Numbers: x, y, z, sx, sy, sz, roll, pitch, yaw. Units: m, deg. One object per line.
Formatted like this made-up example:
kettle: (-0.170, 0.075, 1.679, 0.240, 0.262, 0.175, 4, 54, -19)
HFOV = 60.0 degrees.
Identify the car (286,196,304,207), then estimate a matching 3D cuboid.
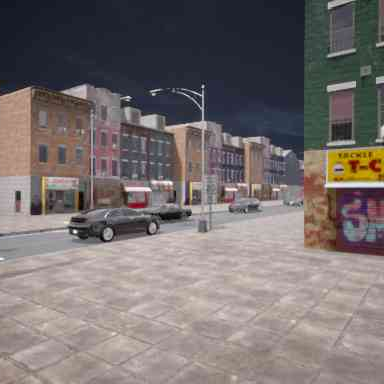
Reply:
car: (14.676, 1.277, 46.416, 2.128, 1.511, 4.902, 0, 0, 36)

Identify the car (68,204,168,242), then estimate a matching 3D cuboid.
car: (-3.586, 1.443, 16.197, 1.837, 1.490, 4.892, 0, 0, 36)

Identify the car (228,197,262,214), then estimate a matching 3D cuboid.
car: (5.403, 1.328, 33.621, 1.837, 1.490, 4.892, 0, 1, 36)

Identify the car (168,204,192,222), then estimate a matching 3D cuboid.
car: (-2.089, 1.493, 23.186, 1.895, 1.301, 4.718, 0, 0, 36)
